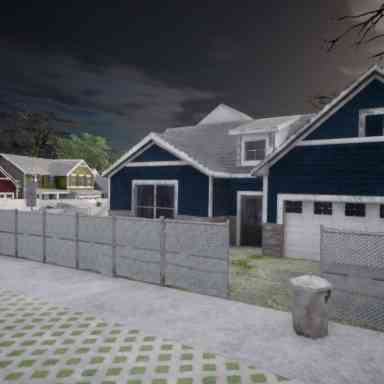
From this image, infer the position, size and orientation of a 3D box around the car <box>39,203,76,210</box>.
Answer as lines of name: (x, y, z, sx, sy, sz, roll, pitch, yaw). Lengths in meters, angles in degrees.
car: (-13.215, 1.766, 32.846, 1.994, 1.385, 4.181, 1, 0, 18)
